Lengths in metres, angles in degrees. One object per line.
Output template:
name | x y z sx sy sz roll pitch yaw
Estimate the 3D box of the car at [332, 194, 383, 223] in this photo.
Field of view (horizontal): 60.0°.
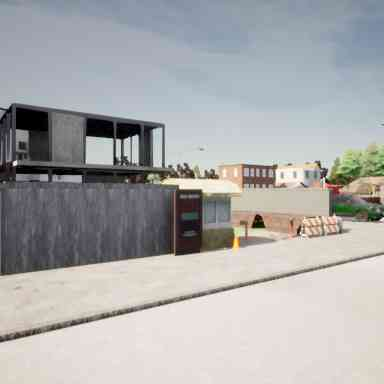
car | 12.071 1.221 26.007 2.150 2.045 5.566 0 0 -36
